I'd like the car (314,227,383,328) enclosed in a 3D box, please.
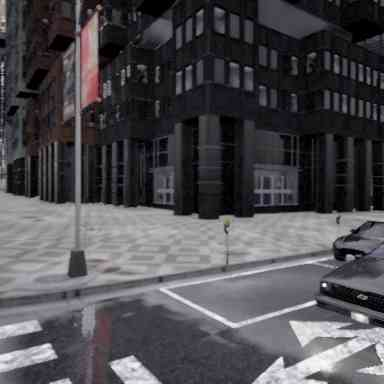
[{"bbox_3d":[4.793,1.559,6.620,5.357,1.411,2.033,0,0,-34],"label":"car"}]

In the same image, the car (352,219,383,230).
[{"bbox_3d":[6.510,1.576,11.005,4.313,1.339,1.947,0,0,-34],"label":"car"}]
